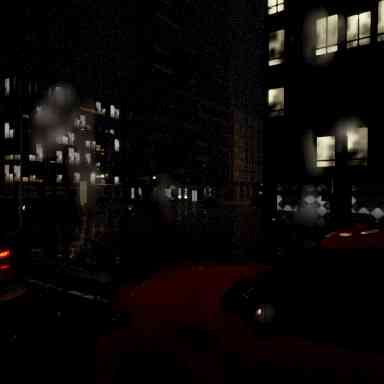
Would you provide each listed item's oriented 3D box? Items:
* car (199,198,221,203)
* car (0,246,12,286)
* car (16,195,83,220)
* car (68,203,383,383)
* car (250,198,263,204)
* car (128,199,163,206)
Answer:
[{"bbox_3d":[2.560,1.697,49.165,1.812,1.442,4.674,1,0,37],"label":"car"},{"bbox_3d":[-6.162,1.522,8.063,4.674,1.442,1.812,0,0,35],"label":"car"},{"bbox_3d":[-12.282,1.279,29.195,2.150,2.045,5.566,1,0,39],"label":"car"},{"bbox_3d":[1.740,1.222,2.444,5.566,2.045,2.150,0,0,35],"label":"car"},{"bbox_3d":[11.587,1.793,55.978,2.033,1.411,5.357,1,0,37],"label":"car"},{"bbox_3d":[-5.348,1.603,38.564,2.128,1.511,4.902,1,0,37],"label":"car"}]
